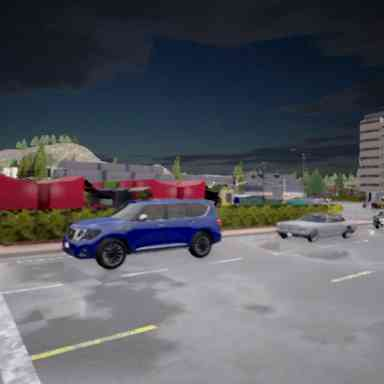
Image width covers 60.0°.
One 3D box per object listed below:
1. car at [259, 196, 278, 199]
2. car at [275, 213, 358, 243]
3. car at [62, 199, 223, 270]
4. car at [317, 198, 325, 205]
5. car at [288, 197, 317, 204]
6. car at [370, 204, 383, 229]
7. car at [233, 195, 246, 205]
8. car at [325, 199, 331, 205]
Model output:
[{"bbox_3d":[16.715,2.028,69.672,1.970,1.475,3.806,1,0,-35],"label":"car"},{"bbox_3d":[6.472,1.752,17.210,4.718,1.301,1.895,1,0,-35],"label":"car"},{"bbox_3d":[-1.471,1.261,11.544,5.566,2.045,2.150,1,0,-36],"label":"car"},{"bbox_3d":[18.314,1.904,52.336,1.784,1.438,3.905,1,0,-35],"label":"car"},{"bbox_3d":[16.150,1.663,50.753,1.932,1.855,4.605,1,0,-35],"label":"car"},{"bbox_3d":[14.329,1.754,22.793,4.902,1.511,2.128,1,0,-35],"label":"car"},{"bbox_3d":[11.283,1.841,87.139,1.932,1.855,4.605,1,0,-35],"label":"car"},{"bbox_3d":[20.682,1.969,54.000,1.970,1.475,3.806,1,0,-35],"label":"car"}]
